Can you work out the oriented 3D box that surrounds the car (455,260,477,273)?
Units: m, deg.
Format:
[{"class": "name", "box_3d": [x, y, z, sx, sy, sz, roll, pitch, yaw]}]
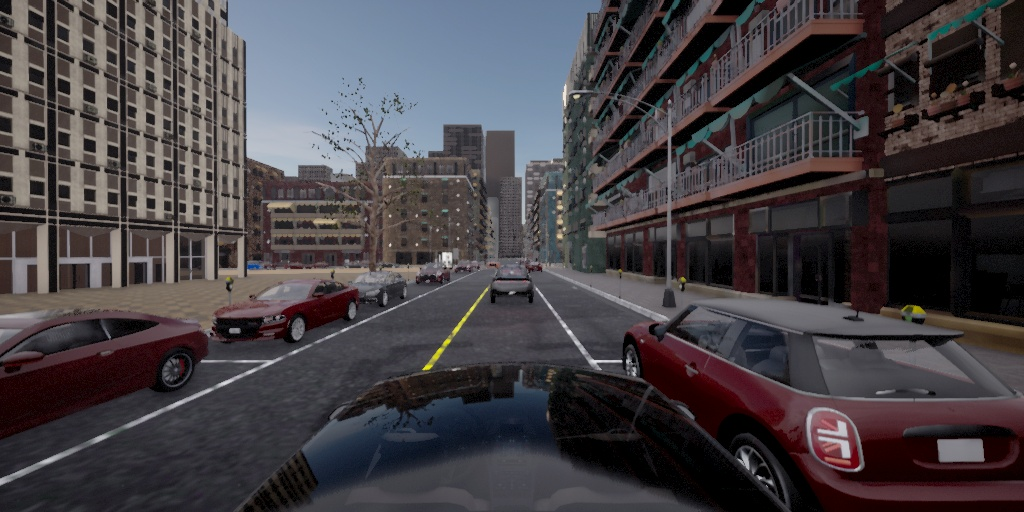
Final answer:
[{"class": "car", "box_3d": [-5.692, 1.192, 42.777, 1.967, 1.591, 4.097, 0, 0, 0]}]

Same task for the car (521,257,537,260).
[{"class": "car", "box_3d": [2.690, 1.070, 48.304, 2.192, 1.841, 5.009, 0, 0, 0]}]

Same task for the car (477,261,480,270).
[{"class": "car", "box_3d": [-5.692, 1.341, 53.833, 1.802, 1.307, 4.207, 0, 0, 0]}]

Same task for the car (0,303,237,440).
[{"class": "car", "box_3d": [-5.692, 1.328, 4.085, 1.802, 1.307, 4.207, 0, 0, 0]}]

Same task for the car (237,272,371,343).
[{"class": "car", "box_3d": [-5.692, 1.291, 9.612, 1.888, 1.381, 4.507, 0, 0, 0]}]

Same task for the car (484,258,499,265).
[{"class": "car", "box_3d": [-3.000, 1.167, 58.523, 2.097, 1.767, 4.553, 0, 0, 0]}]

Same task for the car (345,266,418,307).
[{"class": "car", "box_3d": [-5.692, 1.296, 15.139, 2.007, 1.370, 4.403, 0, 0, 0]}]

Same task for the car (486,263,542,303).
[{"class": "car", "box_3d": [0.000, 1.242, 16.502, 2.128, 1.511, 4.902, 0, 0, 0]}]

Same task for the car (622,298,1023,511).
[{"class": "car", "box_3d": [2.689, 1.186, 4.084, 1.967, 1.591, 4.097, 0, 0, 0]}]

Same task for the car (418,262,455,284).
[{"class": "car", "box_3d": [-5.692, 1.186, 26.195, 1.967, 1.591, 4.097, 0, 0, 0]}]

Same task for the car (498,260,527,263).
[{"class": "car", "box_3d": [0.000, 1.321, 31.502, 1.994, 1.385, 4.181, 0, 0, 0]}]

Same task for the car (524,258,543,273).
[{"class": "car", "box_3d": [2.690, 1.298, 42.776, 1.888, 1.381, 4.507, 0, 0, 0]}]
